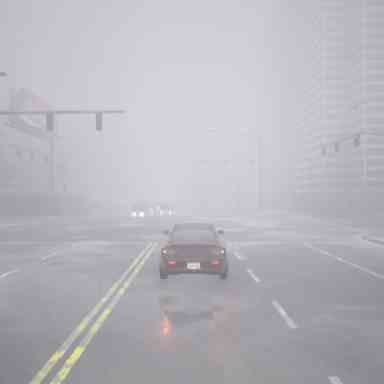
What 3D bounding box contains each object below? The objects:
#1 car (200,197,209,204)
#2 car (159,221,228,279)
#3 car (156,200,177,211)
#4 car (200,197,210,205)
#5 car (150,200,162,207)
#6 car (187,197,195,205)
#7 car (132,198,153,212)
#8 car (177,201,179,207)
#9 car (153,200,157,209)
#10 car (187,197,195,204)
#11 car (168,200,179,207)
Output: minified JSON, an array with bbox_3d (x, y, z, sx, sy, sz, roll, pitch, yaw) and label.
[{"bbox_3d":[3.216,2.086,87.134,2.097,1.767,4.553,0,-1,0],"label":"car"},{"bbox_3d":[0.048,1.633,10.296,1.812,1.442,4.674,0,-1,0],"label":"car"},{"bbox_3d":[-3.756,2.081,49.890,1.994,1.385,4.181,0,-1,0],"label":"car"},{"bbox_3d":[3.250,2.310,76.843,2.128,1.511,4.902,0,-1,0],"label":"car"},{"bbox_3d":[-7.227,2.293,66.856,1.895,1.301,4.718,0,-1,0],"label":"car"},{"bbox_3d":[-0.251,2.383,77.213,1.895,1.301,4.718,0,-1,0],"label":"car"},{"bbox_3d":[-7.250,1.982,47.287,2.128,1.511,4.902,0,-1,0],"label":"car"},{"bbox_3d":[-3.765,2.133,58.668,1.812,1.442,4.674,0,-1,0],"label":"car"},{"bbox_3d":[-7.267,2.187,56.556,1.895,1.301,4.718,0,-1,0],"label":"car"},{"bbox_3d":[-0.284,2.086,87.122,2.097,1.767,4.553,0,-1,0],"label":"car"},{"bbox_3d":[-3.723,2.273,68.676,1.994,1.385,4.181,0,-1,0],"label":"car"}]
